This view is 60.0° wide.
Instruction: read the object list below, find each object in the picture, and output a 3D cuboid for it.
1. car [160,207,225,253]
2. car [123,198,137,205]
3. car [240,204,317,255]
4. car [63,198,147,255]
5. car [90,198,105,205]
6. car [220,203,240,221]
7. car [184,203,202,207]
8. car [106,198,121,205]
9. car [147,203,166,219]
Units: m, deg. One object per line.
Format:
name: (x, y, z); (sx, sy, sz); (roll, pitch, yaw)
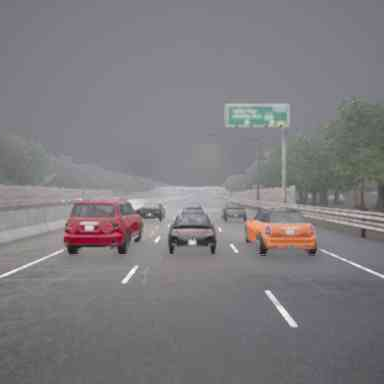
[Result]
car: (0.024, 1.608, 14.250); (2.128, 1.511, 4.902); (0, 0, 0)
car: (-13.479, 1.987, 72.372); (2.128, 1.511, 4.902); (0, 0, 1)
car: (3.520, 1.464, 14.014); (2.097, 1.767, 4.553); (0, -1, 0)
car: (-3.481, 1.330, 13.991); (2.150, 2.045, 5.566); (0, 0, 0)
car: (-20.478, 1.986, 72.484); (1.812, 1.442, 4.674); (0, 0, 1)
car: (3.588, 1.705, 29.198); (2.128, 1.511, 4.902); (0, 0, 1)
car: (0.088, 1.705, 29.221); (2.128, 1.511, 4.902); (0, 0, 1)
car: (-16.978, 1.987, 72.428); (2.128, 1.511, 4.902); (0, 0, 1)
car: (-3.409, 1.691, 29.414); (1.882, 1.535, 5.008); (0, 0, 1)
